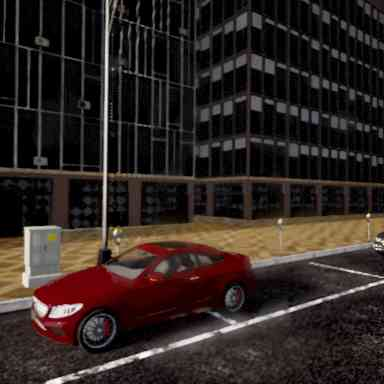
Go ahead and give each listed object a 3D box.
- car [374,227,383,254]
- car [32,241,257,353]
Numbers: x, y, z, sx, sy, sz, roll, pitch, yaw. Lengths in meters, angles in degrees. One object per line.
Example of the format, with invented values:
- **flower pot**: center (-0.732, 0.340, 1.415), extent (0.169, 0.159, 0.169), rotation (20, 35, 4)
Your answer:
- **car**: center (8.665, 1.666, 12.713), extent (4.403, 1.369, 2.008), rotation (1, 0, -35)
- **car**: center (-0.613, 1.605, 6.113), extent (4.206, 1.307, 1.802), rotation (1, 0, -35)
